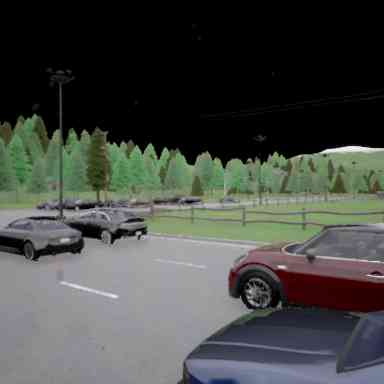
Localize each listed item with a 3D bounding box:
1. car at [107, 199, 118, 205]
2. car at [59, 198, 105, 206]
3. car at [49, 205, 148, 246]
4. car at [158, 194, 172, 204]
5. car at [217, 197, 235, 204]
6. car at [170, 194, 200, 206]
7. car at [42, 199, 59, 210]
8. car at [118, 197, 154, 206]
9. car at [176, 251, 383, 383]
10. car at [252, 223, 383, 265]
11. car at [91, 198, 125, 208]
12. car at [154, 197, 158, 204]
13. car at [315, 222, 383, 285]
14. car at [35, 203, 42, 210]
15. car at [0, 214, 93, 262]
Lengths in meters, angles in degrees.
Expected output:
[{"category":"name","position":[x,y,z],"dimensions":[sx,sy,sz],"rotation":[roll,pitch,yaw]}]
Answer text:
[{"category":"car","position":[-11.474,1.772,52.426],"dimensions":[2.033,1.411,5.357],"rotation":[0,0,36]},{"category":"car","position":[-14.028,1.683,43.037],"dimensions":[1.882,1.535,5.008],"rotation":[0,0,36]},{"category":"car","position":[-4.243,1.562,15.661],"dimensions":[4.902,1.511,2.128],"rotation":[0,0,36]},{"category":"car","position":[-3.359,1.447,63.352],"dimensions":[2.150,2.045,5.566],"rotation":[0,0,37]},{"category":"car","position":[7.420,1.728,71.944],"dimensions":[2.033,1.411,5.357],"rotation":[0,0,36]},{"category":"car","position":[-1.210,1.682,60.397],"dimensions":[1.882,1.535,5.008],"rotation":[0,0,37]},{"category":"car","position":[-17.076,1.577,44.783],"dimensions":[2.097,1.767,4.553],"rotation":[0,0,36]},{"category":"car","position":[-8.492,1.730,50.560],"dimensions":[1.812,1.442,4.674],"rotation":[0,0,37]},{"category":"car","position":[2.436,1.543,2.238],"dimensions":[5.357,1.411,2.033],"rotation":[0,0,36]},{"category":"car","position":[2.947,1.357,6.177],"dimensions":[4.553,1.767,2.097],"rotation":[-1,0,36]},{"category":"car","position":[-13.894,1.791,55.038],"dimensions":[2.033,1.411,5.357],"rotation":[0,0,37]},{"category":"car","position":[-7.326,1.746,63.868],"dimensions":[1.837,1.490,4.892],"rotation":[0,0,37]},{"category":"car","position":[5.805,1.602,8.435],"dimensions":[4.718,1.301,1.895],"rotation":[0,0,36]},{"category":"car","position":[-19.662,1.749,47.186],"dimensions":[1.837,1.490,4.892],"rotation":[0,0,36]},{"category":"car","position":[-5.983,1.632,12.604],"dimensions":[4.181,1.385,1.994],"rotation":[0,0,36]}]
